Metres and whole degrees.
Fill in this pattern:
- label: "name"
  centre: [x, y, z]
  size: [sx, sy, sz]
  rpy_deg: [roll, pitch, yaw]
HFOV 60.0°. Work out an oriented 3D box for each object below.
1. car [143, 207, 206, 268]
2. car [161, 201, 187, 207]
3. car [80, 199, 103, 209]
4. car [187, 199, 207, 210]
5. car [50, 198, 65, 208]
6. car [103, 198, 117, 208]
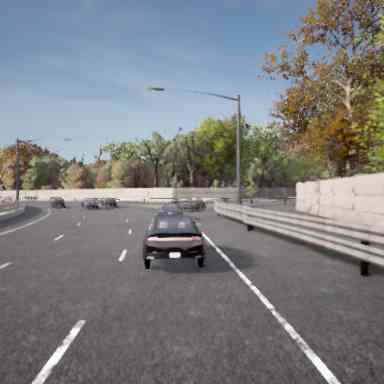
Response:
- label: "car"
  centre: [-0.641, 1.510, 11.462]
  size: [2.128, 1.511, 4.902]
  rpy_deg: [0, 0, -4]
- label: "car"
  centre: [-1.674, 1.610, 27.757]
  size: [1.994, 1.385, 4.181]
  rpy_deg: [0, 0, -1]
- label: "car"
  centre: [-14.598, 1.672, 47.230]
  size: [2.033, 1.411, 5.357]
  rpy_deg: [0, 0, -26]
- label: "car"
  centre: [0.441, 1.548, 41.170]
  size: [2.128, 1.511, 4.902]
  rpy_deg: [0, 0, 18]
- label: "car"
  centre: [-21.018, 1.662, 51.941]
  size: [1.837, 1.490, 4.892]
  rpy_deg: [0, 0, -28]
- label: "car"
  centre: [-13.032, 1.630, 51.776]
  size: [1.837, 1.490, 4.892]
  rpy_deg: [0, 0, -27]
